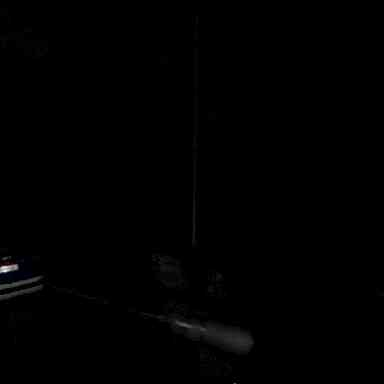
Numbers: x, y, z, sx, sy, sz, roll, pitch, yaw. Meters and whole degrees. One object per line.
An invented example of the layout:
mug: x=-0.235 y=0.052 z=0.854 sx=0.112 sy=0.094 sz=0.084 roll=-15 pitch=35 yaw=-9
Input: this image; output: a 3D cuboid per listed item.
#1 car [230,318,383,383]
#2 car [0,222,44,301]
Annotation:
car: x=2.515 y=1.498 z=1.888 sx=4.892 sy=1.490 sz=1.837 roll=-1 pitch=0 yaw=36
car: x=-5.169 y=1.444 z=7.265 sx=4.856 sy=1.649 sz=2.033 roll=0 pitch=0 yaw=36
